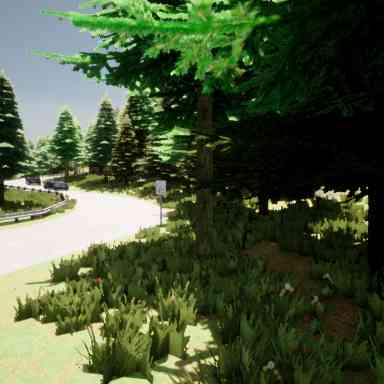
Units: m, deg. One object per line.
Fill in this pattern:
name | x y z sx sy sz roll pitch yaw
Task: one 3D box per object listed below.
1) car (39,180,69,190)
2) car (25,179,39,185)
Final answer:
car | -18.881 -0.986 46.136 4.181 1.385 1.994 6 4 39
car | -25.510 -1.912 53.400 1.837 1.490 4.892 0 5 -34
